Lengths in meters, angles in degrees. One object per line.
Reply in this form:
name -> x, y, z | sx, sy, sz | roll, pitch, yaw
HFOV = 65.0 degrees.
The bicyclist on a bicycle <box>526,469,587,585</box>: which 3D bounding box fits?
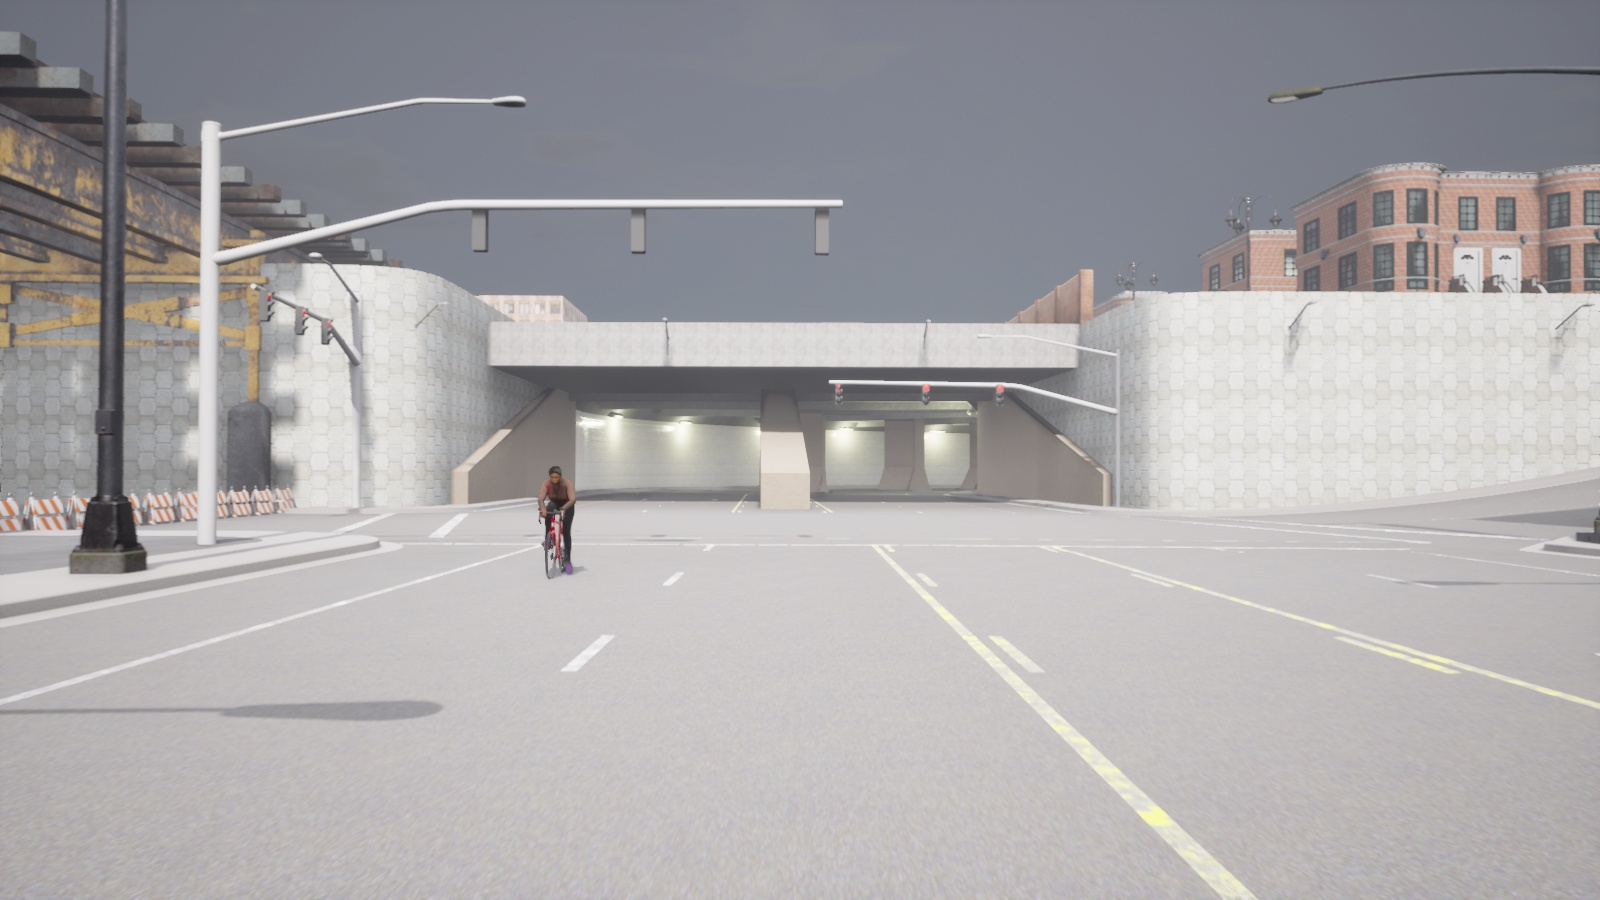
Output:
bicyclist on a bicycle -> -3.548, 1.090, 18.405 | 0.582, 1.620, 1.656 | 0, -1, 0
